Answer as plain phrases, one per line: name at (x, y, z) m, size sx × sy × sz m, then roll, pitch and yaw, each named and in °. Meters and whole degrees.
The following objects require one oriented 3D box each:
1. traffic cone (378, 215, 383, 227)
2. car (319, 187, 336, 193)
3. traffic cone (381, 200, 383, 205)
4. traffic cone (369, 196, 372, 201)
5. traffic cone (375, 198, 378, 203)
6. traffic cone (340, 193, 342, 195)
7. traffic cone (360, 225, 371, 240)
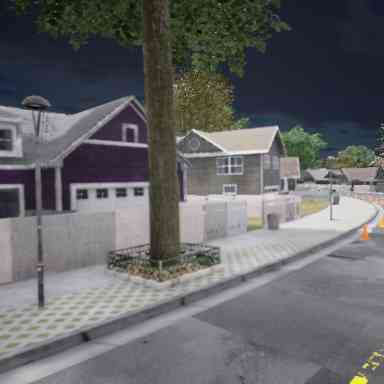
traffic cone at (9.932, 1.513, 17.415) m, size 0.340 × 0.580 × 0.340 m, roll 0°, pitch 1°, yaw 35°
car at (30.402, -0.394, 74.437) m, size 1.895 × 1.301 × 4.718 m, roll -2°, pitch 1°, yaw -5°
traffic cone at (19.637, 1.071, 34.332) m, size 0.340 × 0.580 × 0.340 m, roll -1°, pitch 1°, yaw 25°
traffic cone at (23.261, 0.814, 43.395) m, size 0.340 × 0.580 × 0.340 m, roll -1°, pitch 1°, yaw 19°
traffic cone at (21.555, 0.945, 38.822) m, size 0.340 × 0.580 × 0.340 m, roll -1°, pitch 1°, yaw 22°
traffic cone at (27.899, 0.288, 62.337) m, size 0.340 × 0.580 × 0.340 m, roll -1°, pitch 1°, yaw 8°
traffic cone at (7.024, 1.615, 13.492) m, size 0.340 × 0.580 × 0.340 m, roll 0°, pitch 1°, yaw 38°
